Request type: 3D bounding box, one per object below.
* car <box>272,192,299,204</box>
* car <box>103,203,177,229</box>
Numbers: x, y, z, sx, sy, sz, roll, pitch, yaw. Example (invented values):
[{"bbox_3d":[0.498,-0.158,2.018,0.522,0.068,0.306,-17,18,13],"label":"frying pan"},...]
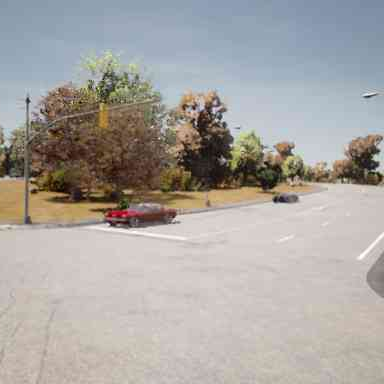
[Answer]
[{"bbox_3d":[11.356,0.670,40.366,1.895,1.301,4.718,1,3,35],"label":"car"},{"bbox_3d":[-3.020,1.369,20.142,1.895,1.301,4.718,1,1,35],"label":"car"}]
